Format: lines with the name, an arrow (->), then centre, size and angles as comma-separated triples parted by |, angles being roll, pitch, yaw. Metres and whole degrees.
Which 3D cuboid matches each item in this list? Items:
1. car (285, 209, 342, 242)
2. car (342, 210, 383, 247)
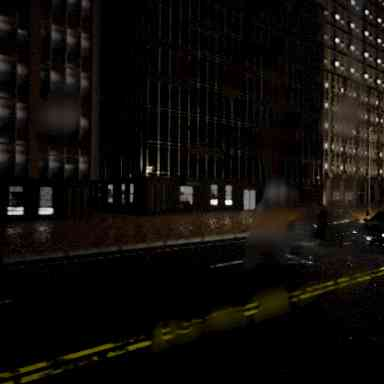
car -> 6.512, 1.533, 16.311 | 4.181, 1.385, 1.994 | 0, 0, -35
car -> 8.526, 1.473, 13.755 | 4.892, 1.490, 1.837 | 0, 0, -35
